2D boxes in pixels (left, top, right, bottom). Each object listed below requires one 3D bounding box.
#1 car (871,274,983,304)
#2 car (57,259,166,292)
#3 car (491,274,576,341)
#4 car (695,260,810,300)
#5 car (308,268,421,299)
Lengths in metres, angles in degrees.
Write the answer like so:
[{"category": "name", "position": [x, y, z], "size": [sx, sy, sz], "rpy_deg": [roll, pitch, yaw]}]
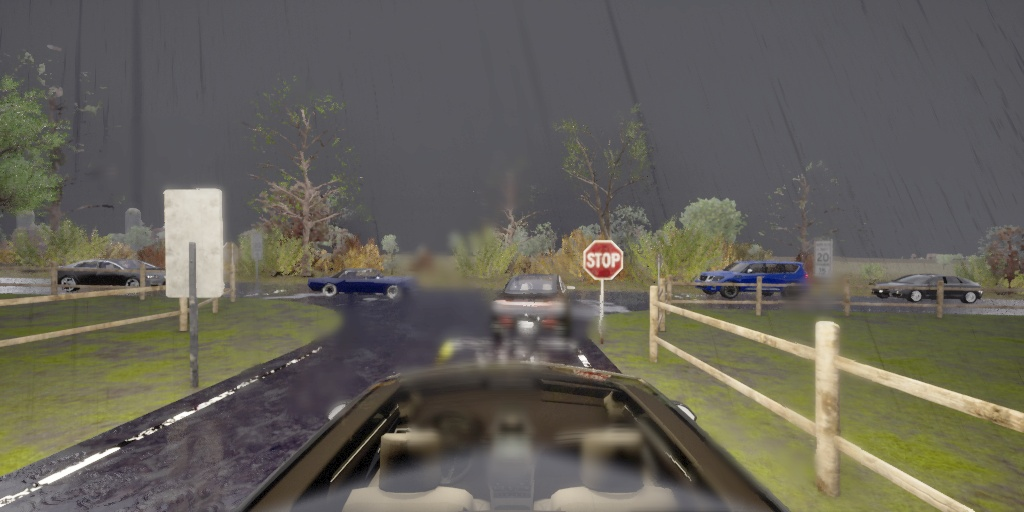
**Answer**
[{"category": "car", "position": [22.871, 1.750, 19.855], "size": [4.892, 1.490, 1.837], "rpy_deg": [1, 1, 0]}, {"category": "car", "position": [-18.486, 0.886, 16.966], "size": [4.902, 1.511, 2.128], "rpy_deg": [1, 1, 0]}, {"category": "car", "position": [0.709, 1.240, 9.914], "size": [2.128, 1.511, 4.902], "rpy_deg": [0, 0, 9]}, {"category": "car", "position": [13.252, 1.261, 19.865], "size": [5.566, 2.045, 2.150], "rpy_deg": [1, 1, 0]}, {"category": "car", "position": [-6.818, 1.249, 16.947], "size": [4.718, 1.301, 1.895], "rpy_deg": [1, 1, 0]}]
